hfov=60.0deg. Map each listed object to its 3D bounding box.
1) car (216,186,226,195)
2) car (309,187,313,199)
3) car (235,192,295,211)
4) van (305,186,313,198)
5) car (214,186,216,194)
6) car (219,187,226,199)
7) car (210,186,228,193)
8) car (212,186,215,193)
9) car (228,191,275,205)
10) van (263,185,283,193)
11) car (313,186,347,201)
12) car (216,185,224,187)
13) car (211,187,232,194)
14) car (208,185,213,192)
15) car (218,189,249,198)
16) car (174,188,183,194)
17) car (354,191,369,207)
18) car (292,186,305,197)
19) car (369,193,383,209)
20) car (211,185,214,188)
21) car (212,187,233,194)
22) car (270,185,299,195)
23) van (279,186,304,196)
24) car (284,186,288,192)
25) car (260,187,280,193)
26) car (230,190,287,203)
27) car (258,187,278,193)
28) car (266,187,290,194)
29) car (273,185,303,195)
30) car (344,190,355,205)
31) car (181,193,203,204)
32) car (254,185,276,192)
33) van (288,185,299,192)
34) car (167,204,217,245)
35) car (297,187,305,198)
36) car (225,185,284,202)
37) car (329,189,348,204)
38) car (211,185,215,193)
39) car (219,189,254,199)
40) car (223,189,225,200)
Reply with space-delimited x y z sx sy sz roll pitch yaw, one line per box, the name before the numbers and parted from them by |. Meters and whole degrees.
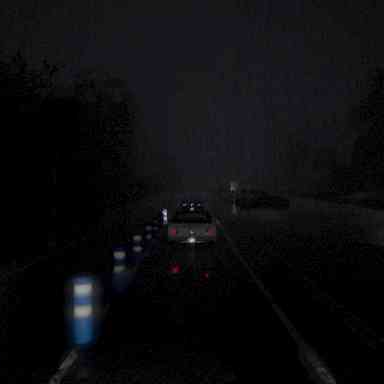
car | 6.781 0.342 51.060 5.366 1.575 1.946 0 2 0
car | 19.992 0.462 48.016 4.792 1.488 2.163 0 2 0
car | 6.772 1.004 31.517 4.792 1.488 2.163 0 2 0
van | 20.162 0.116 50.899 4.442 1.987 1.878 0 2 0
car | 7.088 0.078 62.028 4.792 1.488 2.163 0 1 0
car | 6.733 0.523 45.390 5.366 1.575 1.946 0 2 0
car | 7.261 -0.733 89.778 4.553 1.767 2.185 0 1 0
car | 7.076 -0.054 67.579 4.792 1.488 2.163 0 1 0
car | 7.057 0.702 39.838 5.366 1.575 1.946 0 2 0
van | 20.442 -0.707 84.125 4.442 1.987 1.878 0 1 0
car | 20.026 0.271 45.239 5.566 2.045 2.435 0 2 0
car | 7.066 -0.010 59.252 4.553 1.767 2.185 0 1 0
car | 7.216 -0.410 81.455 4.892 1.521 2.231 0 1 0
car | 6.990 -0.283 75.906 5.366 1.575 1.946 0 1 0
car | 7.006 0.189 56.477 4.892 1.521 2.231 0 2 0
car | -3.085 -0.328 77.319 2.033 1.411 5.357 0 1 0
car | 19.875 0.910 34.174 4.792 1.488 2.163 0 2 0
car | 20.120 0.214 56.316 4.792 1.488 2.163 0 1 0
car | 19.913 0.840 31.525 4.553 1.767 2.185 0 2 0
car | 7.123 -0.185 73.130 4.792 1.488 2.163 0 1 0
car | 7.205 -0.344 78.680 4.892 1.521 2.231 0 1 0
car | 20.203 -0.468 72.922 5.566 2.045 2.435 0 1 0
van | 20.067 -0.312 67.385 4.442 1.987 1.878 0 1 0
car | 20.143 0.045 61.851 5.008 1.535 2.097 0 1 0
car | 20.345 -0.504 86.775 4.674 1.452 2.002 0 1 0
car | 6.830 0.885 34.290 5.008 1.535 2.097 0 2 0
car | 20.365 -0.609 89.545 5.008 1.535 2.097 0 1 0
car | 20.272 -0.348 78.467 5.008 1.535 2.097 0 1 0
car | 20.179 -0.403 70.152 5.566 2.045 2.435 0 1 0
car | 19.925 0.831 36.943 4.674 1.452 2.002 0 2 0
car | 0.000 1.049 29.715 1.895 1.301 4.718 0 2 0
car | 20.367 -0.929 92.433 5.566 2.045 2.435 0 1 0
van | 20.005 -0.112 59.061 4.442 1.987 1.878 0 1 0
car | 0.000 1.461 14.685 1.895 1.301 4.718 0 1 0
car | 20.097 0.288 53.677 4.792 1.488 2.163 0 2 1
car | 6.876 0.544 37.056 5.566 2.045 2.435 0 2 0
car | 19.765 0.698 39.712 5.366 1.575 1.946 0 2 0
car | 7.100 -0.119 70.355 4.792 1.488 2.163 0 1 0
car | 7.174 0.262 53.709 5.366 1.575 1.946 0 2 0
car | 6.901 0.617 42.614 4.892 1.521 2.231 0 2 0
